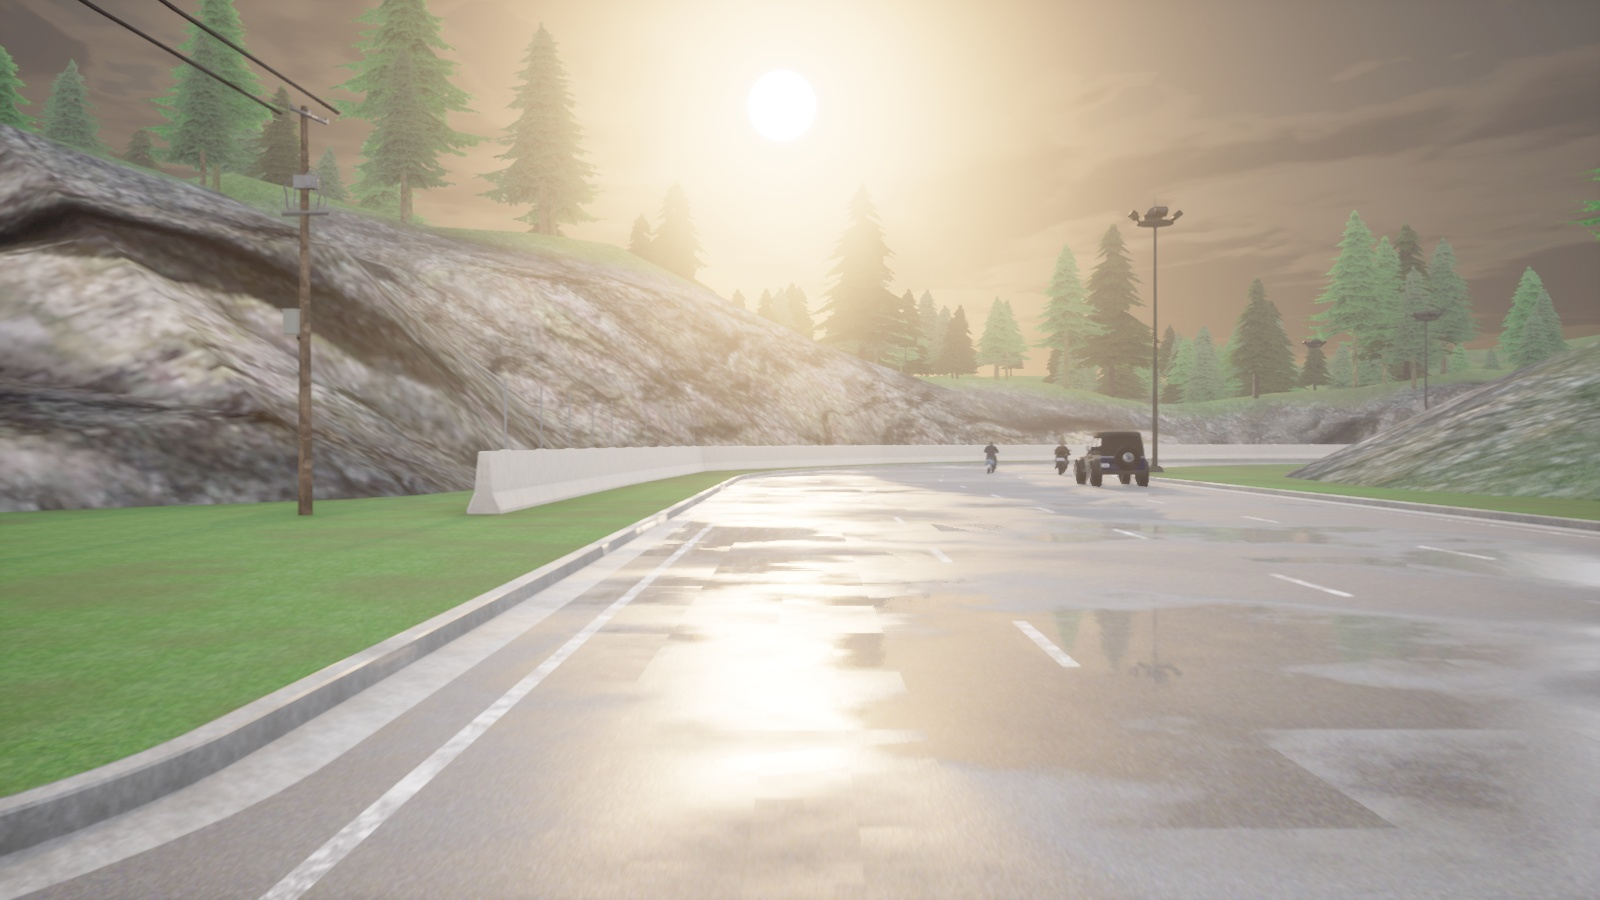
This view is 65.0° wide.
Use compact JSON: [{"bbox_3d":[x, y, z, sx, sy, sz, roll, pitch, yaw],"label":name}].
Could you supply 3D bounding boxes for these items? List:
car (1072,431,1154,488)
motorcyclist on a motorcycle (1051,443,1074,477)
[{"bbox_3d":[10.763,0.306,43.460,1.905,1.878,3.866,0,0,0],"label":"car"},{"bbox_3d":[12.347,0.458,59.064,0.866,1.530,2.191,1,1,16],"label":"motorcyclist on a motorcycle"}]
